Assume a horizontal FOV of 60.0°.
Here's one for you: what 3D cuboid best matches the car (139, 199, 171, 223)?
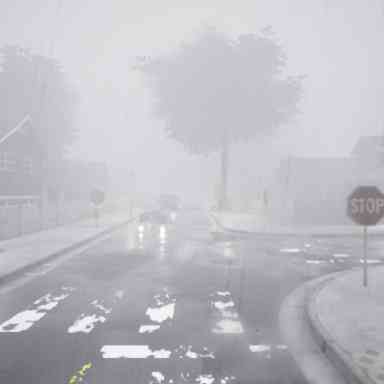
[{"bbox_3d":[-2.846,1.506,25.566,1.812,1.442,4.674,0,0,0],"label":"car"}]

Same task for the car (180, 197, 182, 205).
[{"bbox_3d":[-2.759,1.425,58.860,1.882,1.535,5.008,0,0,0],"label":"car"}]

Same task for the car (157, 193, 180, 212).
[{"bbox_3d":[-2.845,1.184,39.096,2.150,2.045,5.566,0,1,0],"label":"car"}]
